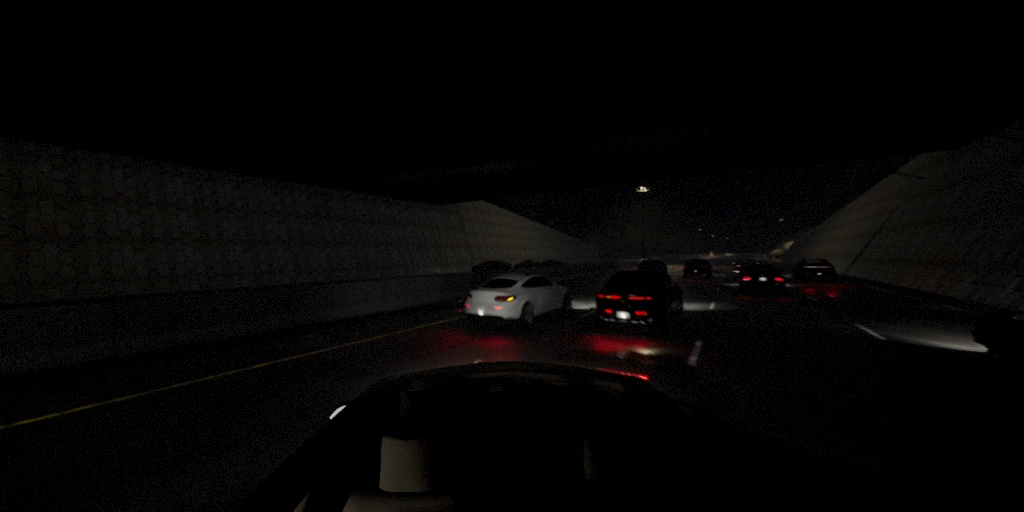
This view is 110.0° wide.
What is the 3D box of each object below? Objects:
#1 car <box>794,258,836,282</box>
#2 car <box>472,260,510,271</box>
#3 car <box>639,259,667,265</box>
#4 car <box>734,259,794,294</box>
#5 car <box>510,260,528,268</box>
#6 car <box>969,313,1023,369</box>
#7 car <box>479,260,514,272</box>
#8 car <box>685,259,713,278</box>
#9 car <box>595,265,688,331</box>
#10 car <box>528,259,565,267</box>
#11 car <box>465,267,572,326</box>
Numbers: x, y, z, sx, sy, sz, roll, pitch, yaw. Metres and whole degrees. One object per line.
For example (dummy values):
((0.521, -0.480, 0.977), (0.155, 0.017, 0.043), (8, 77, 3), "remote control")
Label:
((20.474, 0.883, 24.488), (2.128, 1.511, 4.902), (-1, 0, 31), "car")
((-2.605, 1.239, 40.783), (1.882, 1.535, 5.008), (-1, 0, 31), "car")
((12.177, 1.002, 31.049), (1.882, 1.535, 5.008), (-1, 0, 31), "car")
((12.691, 1.073, 18.436), (2.033, 1.411, 5.357), (-1, 0, 31), "car")
((1.833, 1.179, 41.329), (2.128, 1.511, 4.902), (-1, 0, 32), "car")
((8.087, 1.161, 4.168), (2.033, 1.411, 5.357), (-1, 0, 31), "car")
((-2.007, 1.293, 48.443), (2.033, 1.411, 5.357), (-1, 0, 32), "car")
((15.153, 0.954, 29.204), (1.882, 1.535, 5.008), (-1, 0, 31), "car")
((3.996, 1.181, 10.901), (1.837, 1.490, 4.892), (-1, 0, 31), "car")
((4.001, 1.132, 38.169), (1.882, 1.535, 5.008), (-1, 0, 32), "car")
((0.364, 1.262, 11.670), (1.812, 1.442, 4.674), (-1, 0, 31), "car")
